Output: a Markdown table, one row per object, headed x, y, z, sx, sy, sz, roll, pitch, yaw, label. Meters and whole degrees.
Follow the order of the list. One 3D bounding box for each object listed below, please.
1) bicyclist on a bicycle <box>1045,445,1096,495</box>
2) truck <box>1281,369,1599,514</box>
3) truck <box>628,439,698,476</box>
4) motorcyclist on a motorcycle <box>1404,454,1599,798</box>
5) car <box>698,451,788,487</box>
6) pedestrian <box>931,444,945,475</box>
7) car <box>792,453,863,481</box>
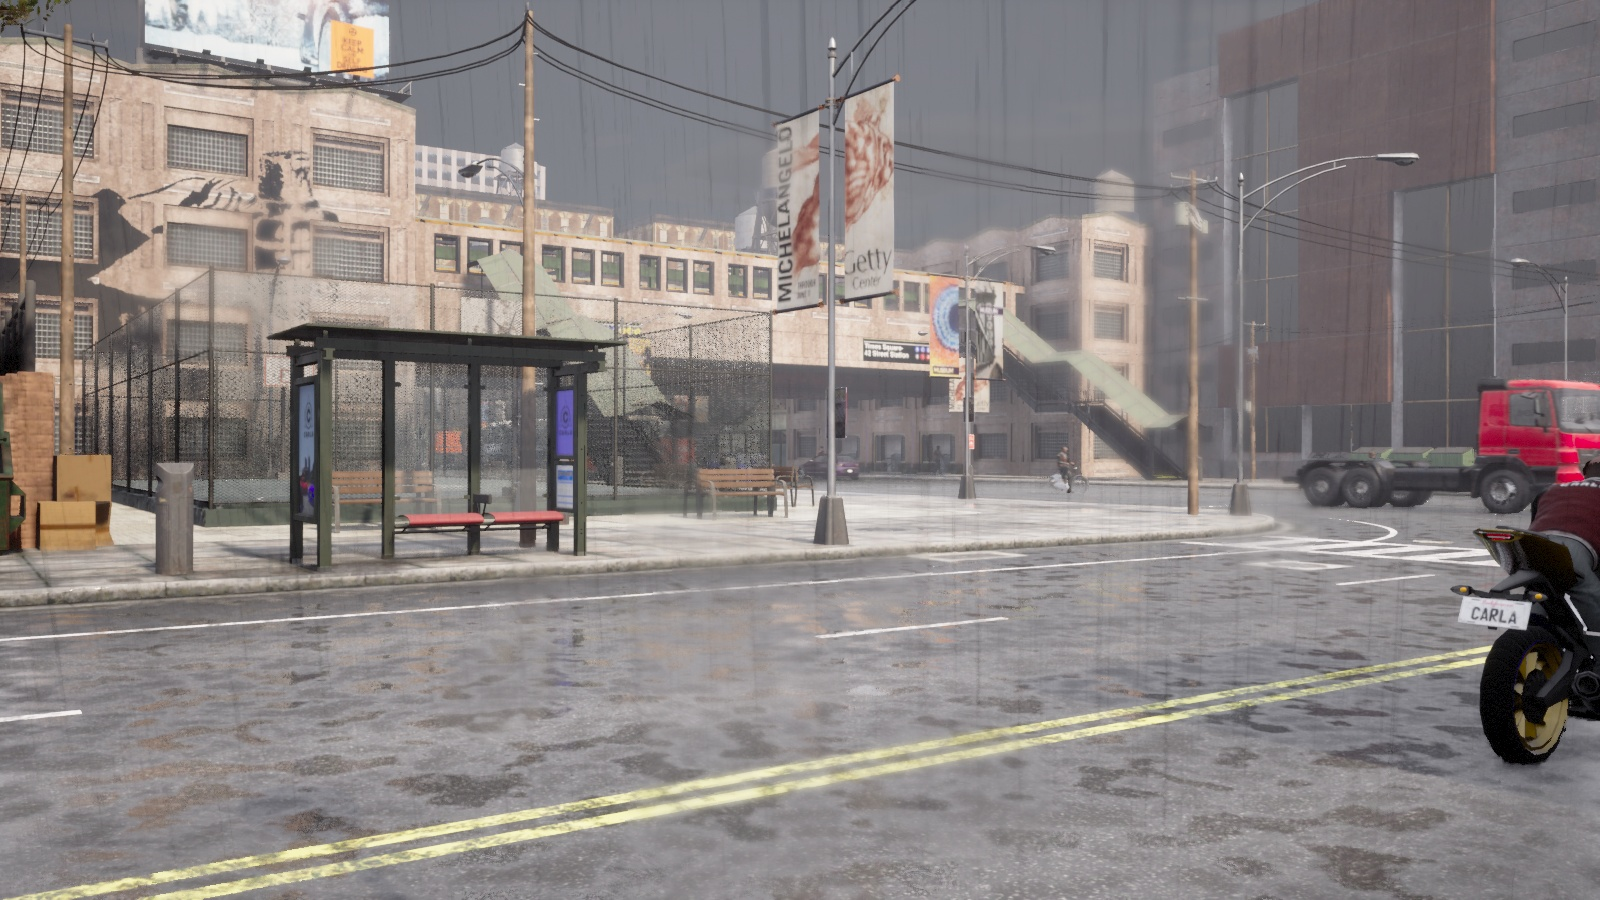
| x | y | z | sx | sy | sz | roll | pitch | yaw | label |
| --- | --- | --- | --- | --- | --- | --- | --- | --- | --- |
| 9.712 | 0.705 | 45.179 | 0.659 | 1.776 | 1.843 | 0 | 0 | -34 | bicyclist on a bicycle |
| 17.392 | -0.191 | 33.959 | 2.891 | 3.462 | 7.936 | 0 | 0 | -34 | truck |
| -9.371 | 0.488 | 85.670 | 2.627 | 2.467 | 5.204 | 0 | 0 | -34 | truck |
| 4.185 | 0.787 | 6.582 | 2.191 | 1.530 | 0.866 | 0 | 0 | -35 | motorcyclist on a motorcycle |
| -2.617 | 0.837 | 56.993 | 2.007 | 1.525 | 4.514 | 0 | 0 | -34 | car |
| 8.313 | 0.569 | 75.571 | 0.328 | 1.805 | 0.869 | 0 | 0 | -32 | pedestrian |
| 1.501 | 0.925 | 69.602 | 1.816 | 1.474 | 4.193 | 0 | 0 | -34 | car |
